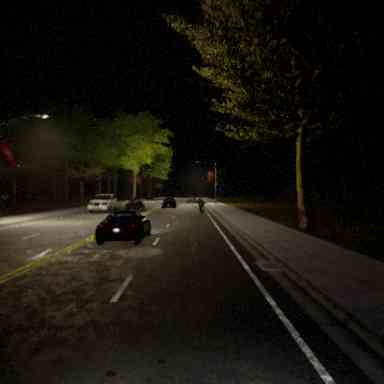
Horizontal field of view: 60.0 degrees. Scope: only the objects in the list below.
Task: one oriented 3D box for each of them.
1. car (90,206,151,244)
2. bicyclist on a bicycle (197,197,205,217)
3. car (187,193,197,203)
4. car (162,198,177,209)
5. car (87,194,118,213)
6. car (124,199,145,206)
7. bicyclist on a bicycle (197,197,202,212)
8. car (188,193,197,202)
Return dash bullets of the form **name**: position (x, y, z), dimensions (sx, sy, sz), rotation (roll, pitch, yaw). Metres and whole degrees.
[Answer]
- **car**: position (-3.144, 1.562, 15.829), dimensions (1.994, 1.385, 4.181), rotation (0, 0, 0)
- **bicyclist on a bicycle**: position (0.905, 1.452, 29.900), dimensions (0.582, 1.620, 1.656), rotation (0, 0, 0)
- **car**: position (0.027, 1.566, 70.363), dimensions (2.033, 1.411, 5.357), rotation (0, 0, 0)
- **car**: position (-3.133, 1.534, 46.645), dimensions (1.812, 1.442, 4.674), rotation (0, 0, 0)
- **car**: position (-9.827, 1.224, 37.012), dimensions (2.150, 2.045, 5.566), rotation (0, 0, 0)
- **car**: position (-6.571, 1.551, 38.696), dimensions (2.033, 1.411, 5.357), rotation (0, 0, 0)
- **bicyclist on a bicycle**: position (0.909, 1.456, 39.026), dimensions (0.582, 1.620, 1.656), rotation (0, 0, 0)
- **car**: position (0.031, 1.265, 81.594), dimensions (2.150, 2.045, 5.566), rotation (0, 0, 0)
